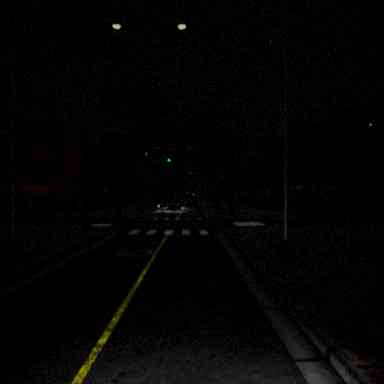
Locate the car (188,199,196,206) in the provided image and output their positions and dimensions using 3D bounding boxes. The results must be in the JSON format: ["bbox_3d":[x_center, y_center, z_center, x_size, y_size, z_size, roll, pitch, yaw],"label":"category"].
[{"bbox_3d":[-0.019,2.507,79.780,1.837,1.490,4.892,0,-1,0],"label":"car"}]

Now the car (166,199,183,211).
[{"bbox_3d":[-2.831,1.929,51.175,2.097,1.767,4.553,0,-1,0],"label":"car"}]

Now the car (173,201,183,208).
[{"bbox_3d":[-2.766,2.421,67.318,1.895,1.301,4.718,0,-1,0],"label":"car"}]

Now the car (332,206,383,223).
[{"bbox_3d":[13.950,1.852,27.569,4.403,1.369,2.008,0,-1,0],"label":"car"}]

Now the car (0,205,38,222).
[{"bbox_3d":[-15.080,1.750,27.392,4.507,1.381,1.887,0,-1,0],"label":"car"}]

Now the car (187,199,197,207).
[{"bbox_3d":[-0.016,2.389,69.765,1.812,1.442,4.674,0,-1,0],"label":"car"}]
